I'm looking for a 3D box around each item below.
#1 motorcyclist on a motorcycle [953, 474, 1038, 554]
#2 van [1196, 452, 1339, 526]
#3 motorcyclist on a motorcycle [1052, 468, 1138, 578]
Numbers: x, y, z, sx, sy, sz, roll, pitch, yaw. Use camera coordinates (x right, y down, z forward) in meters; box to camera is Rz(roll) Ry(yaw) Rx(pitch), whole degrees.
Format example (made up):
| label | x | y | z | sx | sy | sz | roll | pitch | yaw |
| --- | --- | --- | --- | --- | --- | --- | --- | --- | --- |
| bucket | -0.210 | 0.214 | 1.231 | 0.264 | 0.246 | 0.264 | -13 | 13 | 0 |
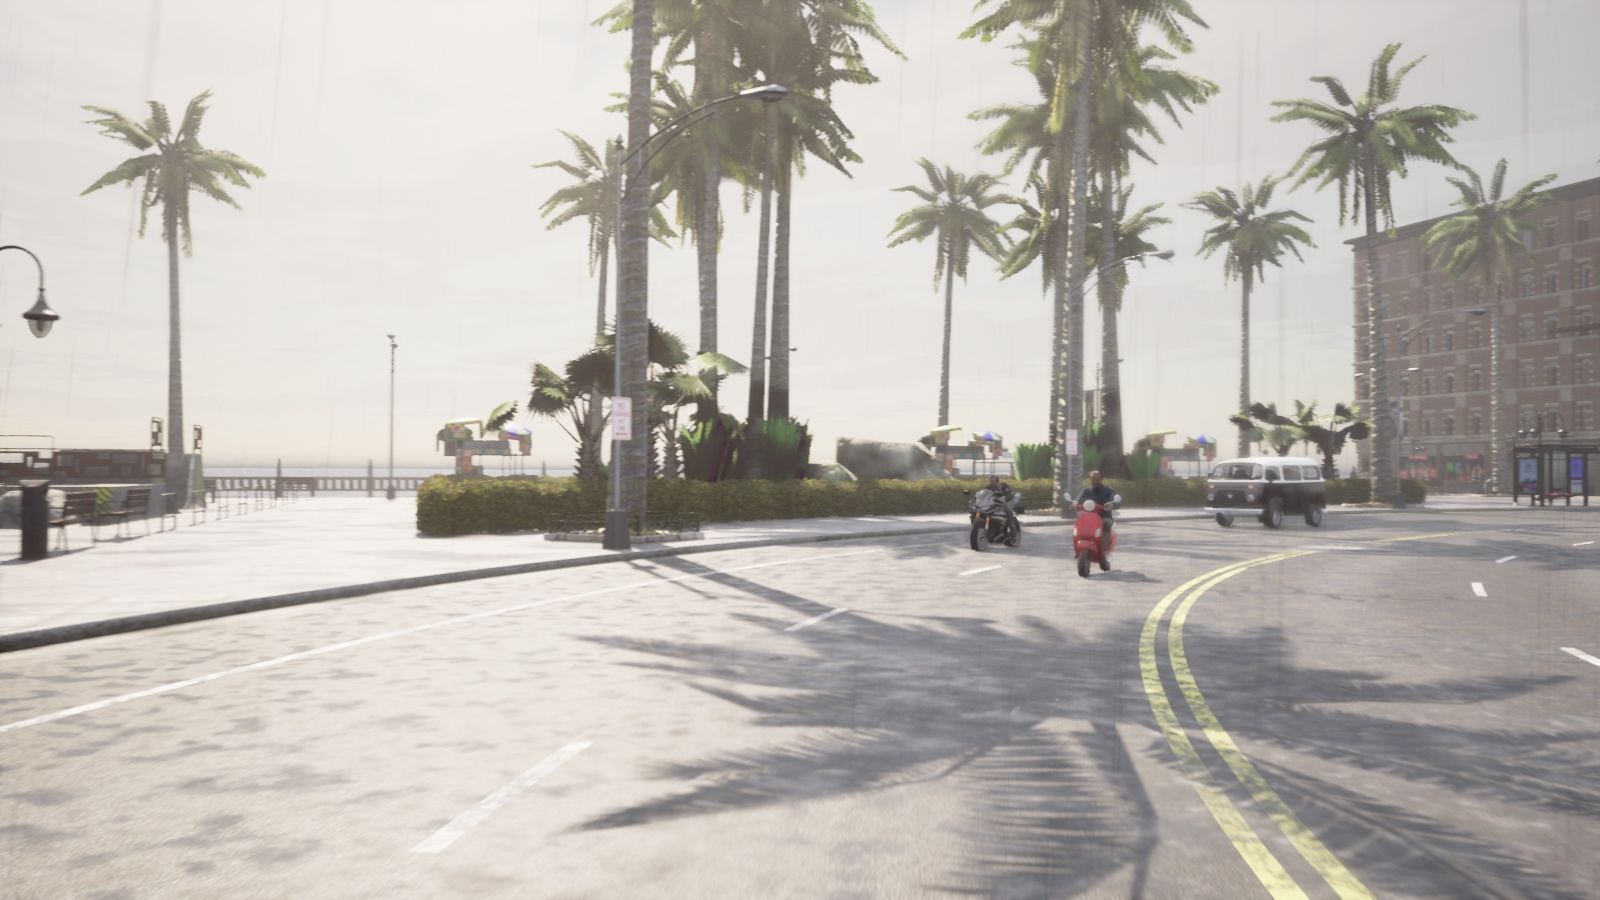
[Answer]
| label | x | y | z | sx | sy | sz | roll | pitch | yaw |
| --- | --- | --- | --- | --- | --- | --- | --- | --- | --- |
| motorcyclist on a motorcycle | 3.976 | 1.264 | 25.403 | 0.866 | 1.530 | 2.191 | -1 | -1 | 34 |
| van | 13.715 | 1.114 | 36.733 | 4.480 | 2.038 | 2.069 | 1 | -1 | -42 |
| motorcyclist on a motorcycle | 4.532 | 1.077 | 19.203 | 0.866 | 1.590 | 1.817 | 0 | -1 | 27 |
